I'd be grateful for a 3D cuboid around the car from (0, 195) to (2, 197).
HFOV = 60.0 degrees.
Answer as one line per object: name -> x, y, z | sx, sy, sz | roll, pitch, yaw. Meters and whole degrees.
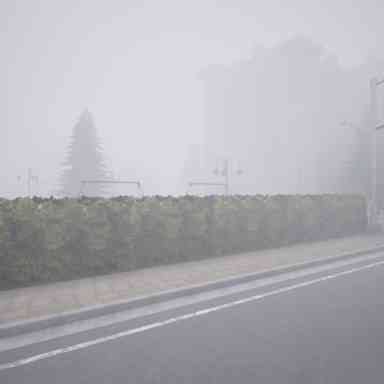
car -> -40.232, 1.374, 67.297 | 3.633, 1.501, 1.845 | 0, 0, -37
